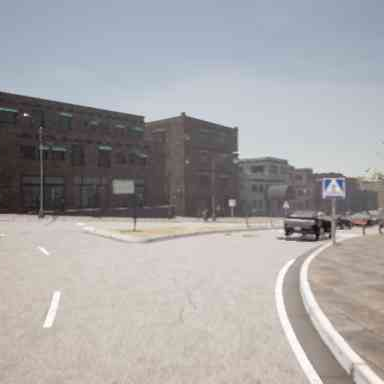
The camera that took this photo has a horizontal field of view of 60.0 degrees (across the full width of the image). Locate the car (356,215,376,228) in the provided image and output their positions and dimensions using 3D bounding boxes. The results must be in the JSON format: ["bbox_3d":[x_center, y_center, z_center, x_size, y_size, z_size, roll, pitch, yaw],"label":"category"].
[{"bbox_3d":[21.961,3.863,43.145,1.994,1.385,4.181,-1,-4,39],"label":"car"}]

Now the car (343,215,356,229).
[{"bbox_3d":[15.261,3.102,34.806,1.837,1.490,4.892,-1,-4,39],"label":"car"}]

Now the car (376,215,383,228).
[{"bbox_3d":[25.008,3.889,41.731,1.994,1.385,4.181,-1,-4,40],"label":"car"}]

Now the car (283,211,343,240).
[{"bbox_3d":[6.666,1.812,18.647,2.128,1.511,4.902,0,-4,35],"label":"car"}]
